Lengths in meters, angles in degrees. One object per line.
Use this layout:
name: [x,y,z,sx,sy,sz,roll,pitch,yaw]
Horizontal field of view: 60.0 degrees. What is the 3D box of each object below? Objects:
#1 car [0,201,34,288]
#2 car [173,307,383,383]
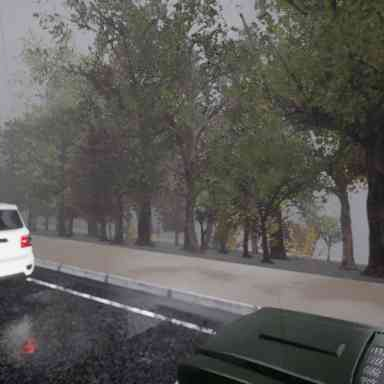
car: [-6.091,1.221,8.044,5.566,2.045,2.150,0,0,35]
car: [2.129,1.600,2.165,4.718,1.301,1.895,0,0,36]
